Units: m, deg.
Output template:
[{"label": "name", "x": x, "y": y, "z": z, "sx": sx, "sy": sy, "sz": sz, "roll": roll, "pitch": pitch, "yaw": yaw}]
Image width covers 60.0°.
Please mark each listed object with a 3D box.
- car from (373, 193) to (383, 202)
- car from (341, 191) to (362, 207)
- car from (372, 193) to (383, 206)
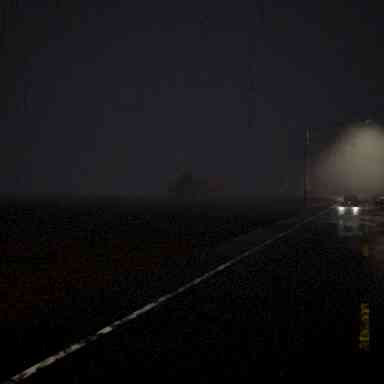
[{"label": "car", "x": 32.641, "y": 0.923, "z": 58.058, "sx": 1.812, "sy": 1.442, "sz": 4.674, "roll": 2, "pitch": 1, "yaw": 28}, {"label": "car", "x": 19.461, "y": 1.024, "z": 40.817, "sx": 1.837, "sy": 1.490, "sz": 4.892, "roll": 1, "pitch": 1, "yaw": 28}, {"label": "car", "x": 24.468, "y": 1.129, "z": 42.452, "sx": 1.994, "sy": 1.385, "sz": 4.181, "roll": 1, "pitch": 1, "yaw": 28}]
